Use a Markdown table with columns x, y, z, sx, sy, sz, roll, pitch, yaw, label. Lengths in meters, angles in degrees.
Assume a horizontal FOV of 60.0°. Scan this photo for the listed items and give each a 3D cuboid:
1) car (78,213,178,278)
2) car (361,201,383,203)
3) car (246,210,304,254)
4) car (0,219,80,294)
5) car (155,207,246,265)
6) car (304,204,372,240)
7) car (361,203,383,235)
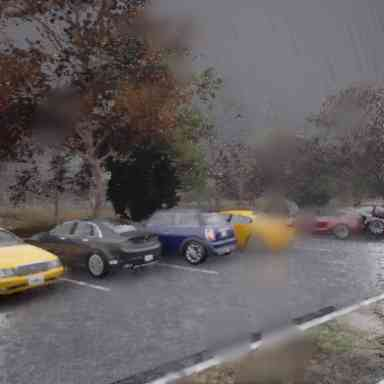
| x | y | z | sx | sy | sz | roll | pitch | yaw | label |
| --- | --- | --- | --- | --- | --- | --- | --- | --- | --- |
| -3.135 | 1.508 | 10.172 | 4.892 | 1.521 | 2.231 | -1 | 0 | 34 | car |
| 11.132 | 1.506 | 20.788 | 5.008 | 1.535 | 2.097 | -1 | -1 | 33 | car |
| 1.664 | 1.507 | 13.662 | 5.008 | 1.535 | 2.097 | -1 | -1 | 34 | car |
| -5.394 | 1.502 | 8.343 | 5.366 | 1.575 | 1.946 | -1 | -1 | 34 | car |
| -0.711 | 1.381 | 11.901 | 4.553 | 1.767 | 2.185 | -1 | -1 | 34 | car |
| 6.385 | 1.537 | 17.219 | 4.792 | 1.488 | 2.163 | -1 | -1 | 33 | car |
| 8.807 | 1.536 | 18.979 | 4.792 | 1.488 | 2.163 | -1 | -1 | 33 | car |
